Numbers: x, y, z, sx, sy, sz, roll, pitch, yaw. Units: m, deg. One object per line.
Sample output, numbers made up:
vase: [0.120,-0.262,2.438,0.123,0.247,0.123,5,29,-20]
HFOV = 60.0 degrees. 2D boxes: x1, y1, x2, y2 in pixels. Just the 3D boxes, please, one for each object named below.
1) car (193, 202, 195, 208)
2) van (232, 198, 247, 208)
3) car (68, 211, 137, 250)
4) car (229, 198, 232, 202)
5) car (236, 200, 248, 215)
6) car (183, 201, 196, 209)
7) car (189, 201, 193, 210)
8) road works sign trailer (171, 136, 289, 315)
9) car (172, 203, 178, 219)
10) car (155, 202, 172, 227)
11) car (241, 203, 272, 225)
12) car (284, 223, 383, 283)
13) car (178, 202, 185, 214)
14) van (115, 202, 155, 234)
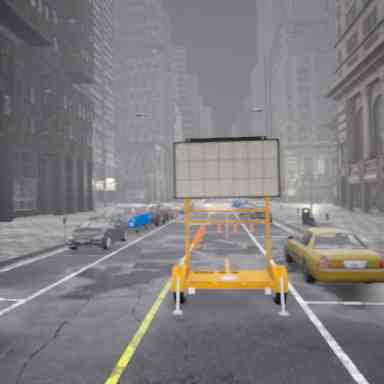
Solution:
car: [-0.941,2.239,54.209,1.887,1.381,4.507,-1,-1,5]
van: [7.097,1.808,47.954,1.690,1.788,3.998,-1,-1,5]
car: [-4.269,1.827,15.676,2.008,1.369,4.403,-1,-1,5]
car: [8.055,2.132,58.959,1.887,1.381,4.507,-1,-1,5]
car: [6.145,1.929,36.943,1.802,1.307,4.206,-1,-1,5]
car: [-0.465,2.300,59.713,1.887,1.381,4.507,-1,-1,5]
car: [-1.416,2.179,48.704,1.887,1.381,4.507,-1,-1,5]
road works sign trailer: [0.808,0.547,7.720,2.380,3.560,2.880,-1,-1,5]
car: [-2.843,2.000,32.190,1.887,1.381,4.507,-1,-1,5]
car: [-3.322,1.710,26.689,2.192,1.841,5.009,-1,-1,5]
car: [5.190,1.778,25.935,2.008,1.369,4.403,-1,-1,5]
car: [3.771,1.576,9.593,1.752,1.417,4.829,-1,-1,5]
car: [-1.907,2.098,43.031,1.752,1.417,4.829,-1,-1,5]
van: [-3.797,1.677,21.184,1.690,1.788,3.998,-1,-1,5]
